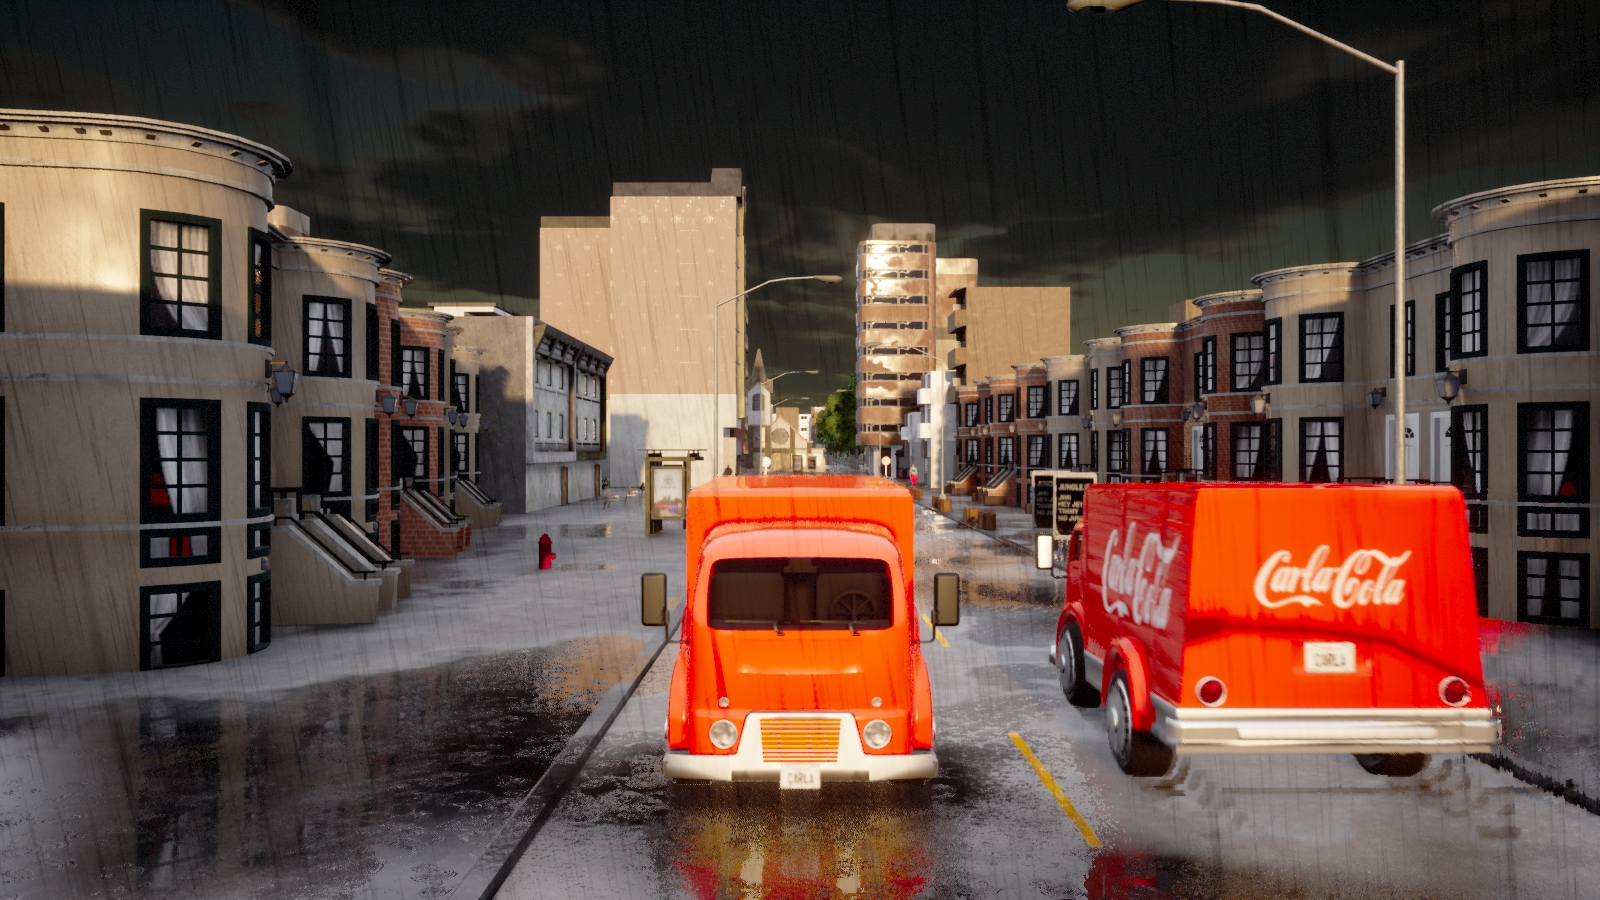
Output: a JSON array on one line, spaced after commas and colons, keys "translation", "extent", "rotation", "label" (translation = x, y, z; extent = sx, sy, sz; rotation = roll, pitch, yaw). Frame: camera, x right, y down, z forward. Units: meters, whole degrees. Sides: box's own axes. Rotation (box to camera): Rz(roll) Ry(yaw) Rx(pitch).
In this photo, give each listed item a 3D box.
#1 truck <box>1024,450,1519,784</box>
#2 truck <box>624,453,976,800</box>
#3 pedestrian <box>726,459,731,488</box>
[{"translation": [4.000, 1.324, 11.083], "extent": [2.627, 2.467, 5.204], "rotation": [0, -2, 0], "label": "truck"}, {"translation": [0.000, 1.332, 11.162], "extent": [2.627, 2.467, 5.204], "rotation": [0, 1, 0], "label": "truck"}, {"translation": [-4.712, 1.554, 75.273], "extent": [0.375, 1.860, 0.375], "rotation": [0, 0, -2], "label": "pedestrian"}]
